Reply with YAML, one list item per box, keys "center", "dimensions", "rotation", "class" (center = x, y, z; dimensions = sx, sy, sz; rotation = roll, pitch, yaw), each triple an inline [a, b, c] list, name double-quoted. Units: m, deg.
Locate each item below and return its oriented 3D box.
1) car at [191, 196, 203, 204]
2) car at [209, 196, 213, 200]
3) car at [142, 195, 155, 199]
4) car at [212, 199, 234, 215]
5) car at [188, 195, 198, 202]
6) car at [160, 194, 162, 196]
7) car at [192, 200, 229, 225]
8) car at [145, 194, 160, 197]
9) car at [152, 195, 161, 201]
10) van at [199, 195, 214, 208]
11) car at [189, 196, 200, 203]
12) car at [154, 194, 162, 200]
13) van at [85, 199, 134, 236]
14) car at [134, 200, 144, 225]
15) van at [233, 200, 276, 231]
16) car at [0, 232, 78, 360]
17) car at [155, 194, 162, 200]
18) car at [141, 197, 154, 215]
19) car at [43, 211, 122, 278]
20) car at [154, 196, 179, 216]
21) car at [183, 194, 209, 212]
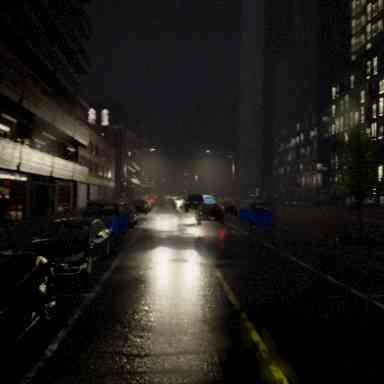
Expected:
- center: [0.949, 1.559, 66.093]
  dimensions: [1.752, 1.417, 4.829]
  rotation: [2, 0, -4]
  class: "car"
- center: [2.901, 1.597, 38.313]
  dimensions: [1.752, 1.417, 4.829]
  rotation: [2, 0, -4]
  class: "car"
- center: [-5.432, 1.401, 37.388]
  dimensions: [1.752, 1.417, 4.829]
  rotation: [2, 0, -4]
  class: "car"
- center: [3.302, 1.663, 32.587]
  dimensions: [1.802, 1.307, 4.206]
  rotation: [2, 0, -4]
  class: "car"
- center: [0.184, 1.460, 77.036]
  dimensions: [1.967, 1.590, 4.097]
  rotation: [2, 0, -4]
  class: "car"
- center: [-7.397, 1.381, 65.337]
  dimensions: [1.887, 1.381, 4.507]
  rotation: [2, 0, -4]
  class: "car"
- center: [1.227, 1.556, 24.374]
  dimensions: [1.812, 1.442, 4.674]
  rotation: [1, 0, -3]
  class: "car"
- center: [-6.217, 1.174, 48.670]
  dimensions: [2.192, 1.841, 5.009]
  rotation: [2, 0, -4]
  class: "car"
- center: [-8.179, 1.404, 76.450]
  dimensions: [1.802, 1.307, 4.206]
  rotation: [2, 0, -4]
  class: "car"
- center: [2.139, 1.397, 49.257]
  dimensions: [1.690, 1.788, 3.998]
  rotation: [2, 0, -4]
  class: "van"
- center: [0.569, 1.571, 71.480]
  dimensions: [1.887, 1.381, 4.507]
  rotation: [2, 0, -4]
  class: "car"
- center: [-8.958, 1.353, 87.562]
  dimensions: [1.887, 1.381, 4.507]
  rotation: [2, 0, -4]
  class: "car"
- center: [-3.876, 1.251, 15.335]
  dimensions: [1.690, 1.788, 3.998]
  rotation: [2, 0, -4]
  class: "van"
- center: [-4.261, 1.427, 20.721]
  dimensions: [1.752, 1.417, 4.829]
  rotation: [2, 0, -4]
  class: "car"
- center: [4.091, 1.439, 21.477]
  dimensions: [1.690, 1.788, 3.998]
  rotation: [2, 0, -4]
  class: "van"
- center: [-3.104, 1.493, 4.222]
  dimensions: [1.947, 1.339, 4.313]
  rotation: [2, 0, -4]
  class: "car"
- center: [-9.349, 1.367, 93.118]
  dimensions: [1.947, 1.339, 4.313]
  rotation: [2, 0, -4]
  class: "car"
- center: [-5.055, 1.435, 32.001]
  dimensions: [2.008, 1.369, 4.403]
  rotation: [2, 0, -4]
  class: "car"
- center: [-3.494, 1.469, 9.778]
  dimensions: [2.008, 1.369, 4.403]
  rotation: [2, 0, -4]
  class: "car"
- center: [-2.350, 1.425, 31.736]
  dimensions: [1.882, 1.535, 5.008]
  rotation: [1, 0, -4]
  class: "car"
- center: [0.239, 1.232, 38.238]
  dimensions: [2.150, 2.045, 5.566]
  rotation: [1, 0, -4]
  class: "car"
